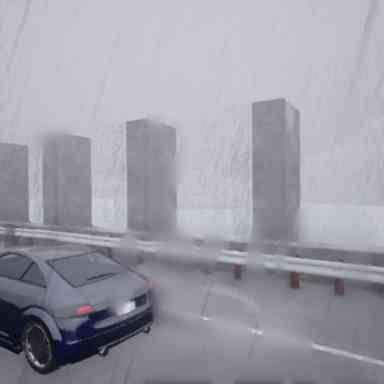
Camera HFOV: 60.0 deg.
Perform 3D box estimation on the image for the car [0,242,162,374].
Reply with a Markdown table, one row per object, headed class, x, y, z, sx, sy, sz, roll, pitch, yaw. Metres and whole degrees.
| class | x | y | z | sx | sy | sz | roll | pitch | yaw |
| --- | --- | --- | --- | --- | --- | --- | --- | --- | --- |
| car | -2.567 | 1.576 | 5.668 | 4.181 | 1.385 | 1.994 | 0 | 0 | 34 |
